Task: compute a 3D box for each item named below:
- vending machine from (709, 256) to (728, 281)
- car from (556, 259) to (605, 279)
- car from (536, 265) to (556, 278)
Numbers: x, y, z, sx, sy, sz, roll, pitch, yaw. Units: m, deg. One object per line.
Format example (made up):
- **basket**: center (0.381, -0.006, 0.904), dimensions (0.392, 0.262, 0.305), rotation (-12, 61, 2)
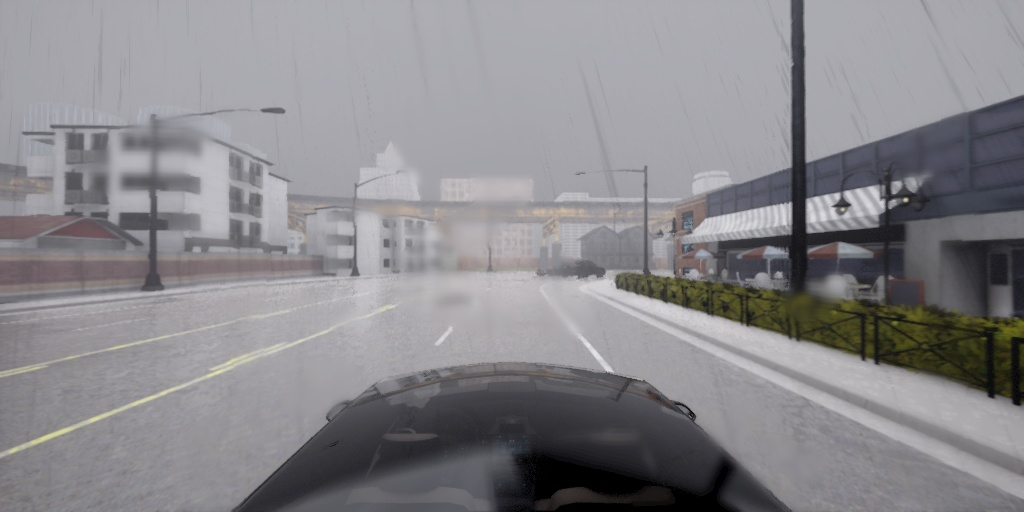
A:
- **vending machine**: center (21.889, 1.339, 37.930), dimensions (0.880, 2.100, 1.100), rotation (0, 0, -1)
- **car**: center (7.592, 1.372, 38.199), dimensions (5.566, 2.045, 2.150), rotation (0, -1, -41)
- **car**: center (5.103, 1.722, 40.687), dimensions (5.357, 1.411, 2.033), rotation (1, -1, -42)
